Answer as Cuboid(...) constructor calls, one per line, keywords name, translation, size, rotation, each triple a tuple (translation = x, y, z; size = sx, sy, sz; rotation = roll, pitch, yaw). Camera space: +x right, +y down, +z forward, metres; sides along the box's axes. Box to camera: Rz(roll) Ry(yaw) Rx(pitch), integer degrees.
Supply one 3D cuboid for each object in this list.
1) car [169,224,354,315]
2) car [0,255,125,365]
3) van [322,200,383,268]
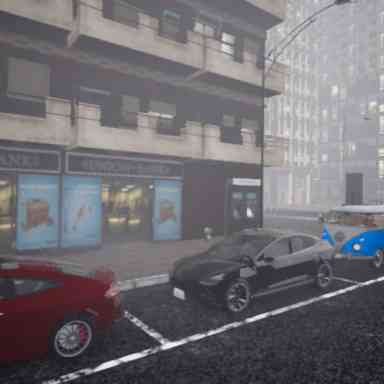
Cuboid(name="car", translation=(1.537, 1.561, 7.598), size=(4.313, 1.339, 1.947), rotation=(0, 1, -35))
Cuboid(name="car", translation=(-2.973, 1.582, 4.381), size=(4.206, 1.307, 1.802), rotation=(0, 1, -35))
Cuboid(name="van", translation=(5.953, 1.331, 10.949), size=(3.998, 1.788, 1.690), rotation=(0, 1, -35))
